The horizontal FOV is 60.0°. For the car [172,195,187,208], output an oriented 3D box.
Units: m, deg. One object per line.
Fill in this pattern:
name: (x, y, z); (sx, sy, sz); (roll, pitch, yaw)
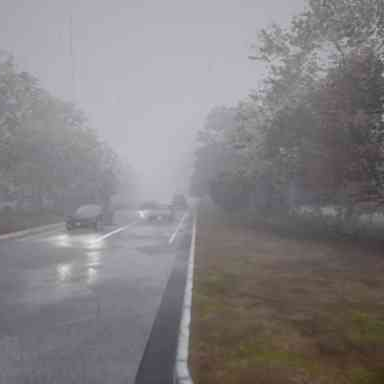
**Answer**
car: (-2.107, 1.475, 53.554); (2.150, 2.045, 5.566); (1, -1, 1)

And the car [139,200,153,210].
car: (-5.844, 1.735, 44.696); (1.994, 1.385, 4.181); (1, 0, 1)

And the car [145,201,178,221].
car: (-2.489, 1.724, 28.230); (1.895, 1.301, 4.718); (1, 0, 1)

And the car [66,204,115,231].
car: (-6.288, 1.519, 21.017); (1.882, 1.535, 5.008); (1, 0, 1)
